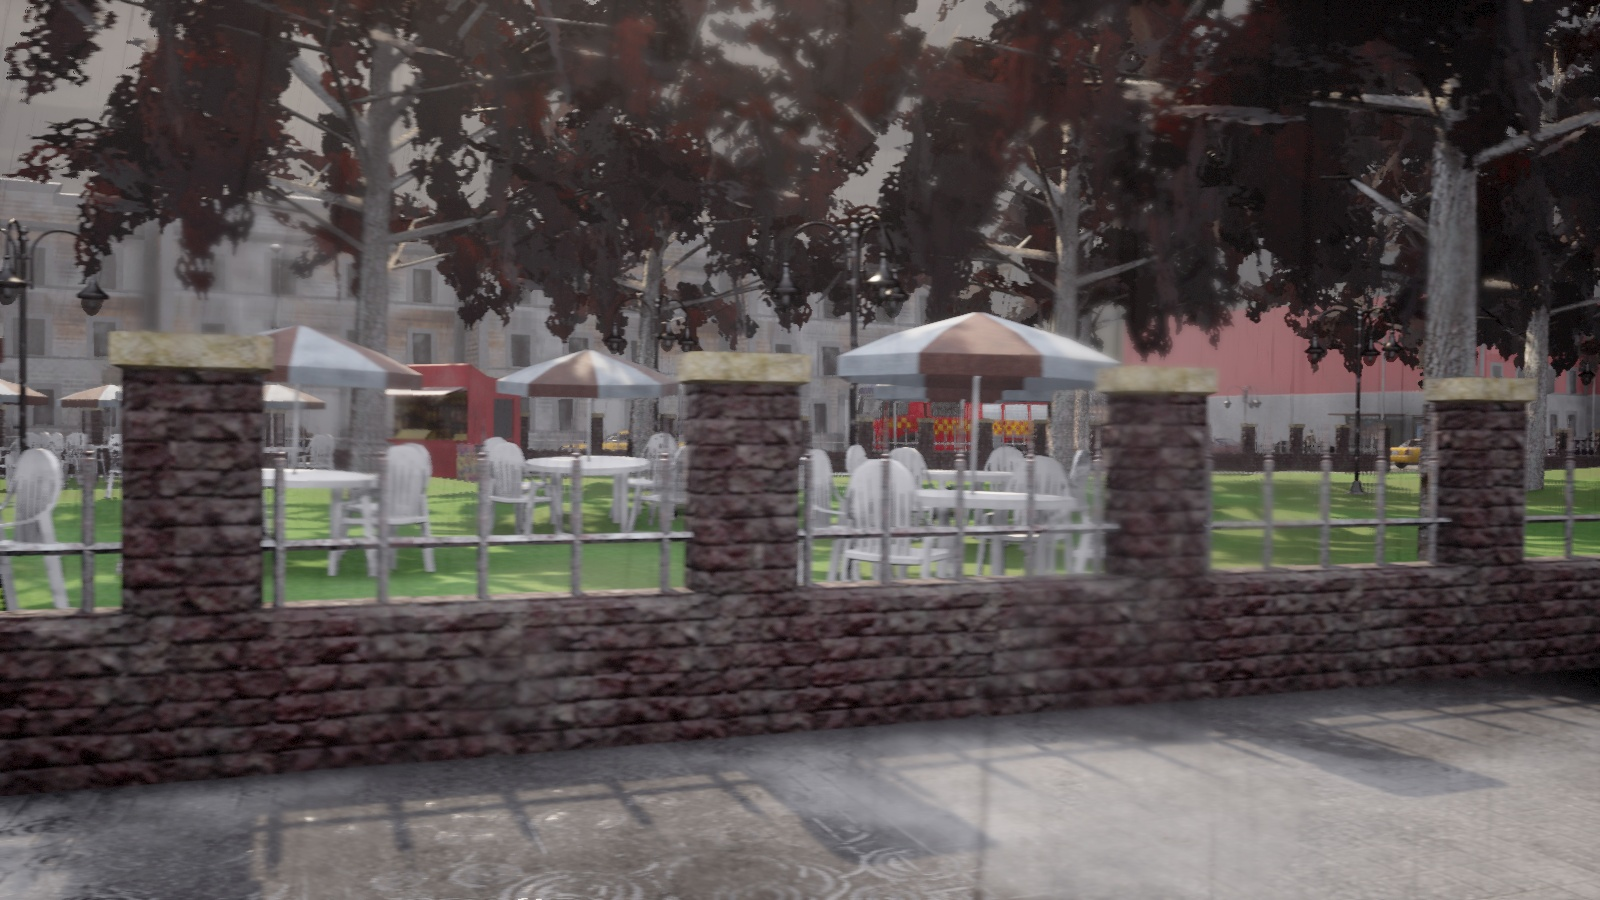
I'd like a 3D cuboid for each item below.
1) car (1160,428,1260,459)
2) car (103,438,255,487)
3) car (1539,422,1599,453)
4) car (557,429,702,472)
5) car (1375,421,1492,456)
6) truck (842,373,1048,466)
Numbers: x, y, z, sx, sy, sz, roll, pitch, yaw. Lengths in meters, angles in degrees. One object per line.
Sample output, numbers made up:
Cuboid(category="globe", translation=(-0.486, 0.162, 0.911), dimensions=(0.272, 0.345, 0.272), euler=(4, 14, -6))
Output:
Cuboid(category="car", translation=(19.443, -0.315, 59.605), dimensions=(4.181, 1.385, 1.994), euler=(-1, 1, -21))
Cuboid(category="car", translation=(-19.860, 0.369, 40.356), dimensions=(4.193, 1.474, 1.816), euler=(-1, 1, -21))
Cuboid(category="car", translation=(39.354, -0.633, 62.888), dimensions=(4.193, 1.474, 1.816), euler=(-1, 1, -21))
Cuboid(category="car", translation=(-6.730, 0.003, 49.630), dimensions=(5.366, 1.575, 1.801), euler=(-1, 1, -21))
Cuboid(category="car", translation=(29.936, -0.548, 59.311), dimensions=(5.366, 1.575, 1.801), euler=(-1, 1, -21))
Cuboid(category="truck", translation=(6.320, -1.321, 54.594), dimensions=(8.468, 3.827, 2.891), euler=(-1, 1, -21))
